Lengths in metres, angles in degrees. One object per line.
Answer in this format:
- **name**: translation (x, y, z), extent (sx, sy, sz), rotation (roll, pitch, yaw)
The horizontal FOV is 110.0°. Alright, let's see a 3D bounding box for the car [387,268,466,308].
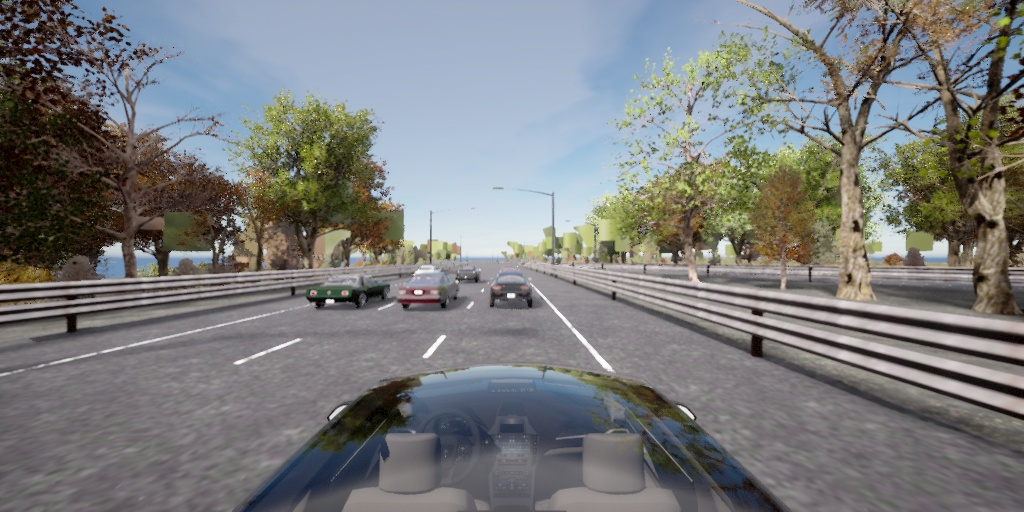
- **car**: translation (-3.548, 1.435, 16.000), extent (2.033, 1.411, 5.357), rotation (0, -1, 0)

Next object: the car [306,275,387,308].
- **car**: translation (-7.047, 1.490, 16.090), extent (1.895, 1.301, 4.718), rotation (0, -1, 0)

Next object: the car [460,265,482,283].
- **car**: translation (-3.748, 1.534, 31.359), extent (2.128, 1.511, 4.902), rotation (0, 0, -1)

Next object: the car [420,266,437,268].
- **car**: translation (-7.249, 1.568, 31.378), extent (1.812, 1.442, 4.674), rotation (0, 0, -1)

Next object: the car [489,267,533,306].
- **car**: translation (-0.046, 1.417, 16.446), extent (1.812, 1.442, 4.674), rotation (0, 0, 0)
